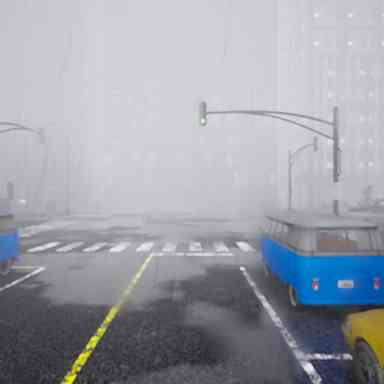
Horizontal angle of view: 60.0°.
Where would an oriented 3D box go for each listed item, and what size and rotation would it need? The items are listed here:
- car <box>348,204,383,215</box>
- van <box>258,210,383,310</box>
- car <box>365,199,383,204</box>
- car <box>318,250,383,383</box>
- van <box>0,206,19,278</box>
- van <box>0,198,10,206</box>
[{"bbox_3d":[13.732,1.794,24.389,4.718,1.301,1.895,0,0,0],"label":"car"},{"bbox_3d":[2.687,1.384,7.658,1.690,1.788,3.998,-1,0,0],"label":"van"},{"bbox_3d":[15.273,1.495,26.972,5.009,1.841,2.192,0,0,0],"label":"car"},{"bbox_3d":[2.682,1.538,2.226,1.752,1.417,4.829,-1,0,0],"label":"car"},{"bbox_3d":[-5.694,1.384,7.698,1.690,1.788,3.998,-1,0,0],"label":"van"},{"bbox_3d":[-17.116,1.358,27.208,3.998,1.788,1.690,0,0,0],"label":"van"}]
